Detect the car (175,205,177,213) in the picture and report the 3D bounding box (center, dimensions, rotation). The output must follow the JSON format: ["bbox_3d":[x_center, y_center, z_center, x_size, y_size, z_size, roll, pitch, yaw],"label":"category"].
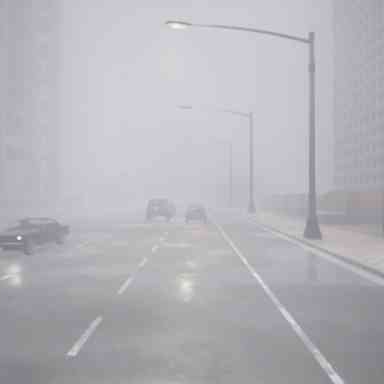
[{"bbox_3d":[-3.060,2.085,43.367,1.837,1.490,4.892,0,0,1],"label":"car"}]

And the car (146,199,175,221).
[{"bbox_3d":[-3.135,1.655,32.530,2.150,2.045,5.566,0,-1,1],"label":"car"}]

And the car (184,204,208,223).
[{"bbox_3d":[0.368,1.894,29.829,2.128,1.511,4.902,0,-1,1],"label":"car"}]

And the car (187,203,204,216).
[{"bbox_3d":[0.476,2.119,41.203,1.994,1.385,4.181,0,-1,0],"label":"car"}]

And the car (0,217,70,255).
[{"bbox_3d":[-6.974,1.784,14.235,1.895,1.301,4.718,0,-1,1],"label":"car"}]
